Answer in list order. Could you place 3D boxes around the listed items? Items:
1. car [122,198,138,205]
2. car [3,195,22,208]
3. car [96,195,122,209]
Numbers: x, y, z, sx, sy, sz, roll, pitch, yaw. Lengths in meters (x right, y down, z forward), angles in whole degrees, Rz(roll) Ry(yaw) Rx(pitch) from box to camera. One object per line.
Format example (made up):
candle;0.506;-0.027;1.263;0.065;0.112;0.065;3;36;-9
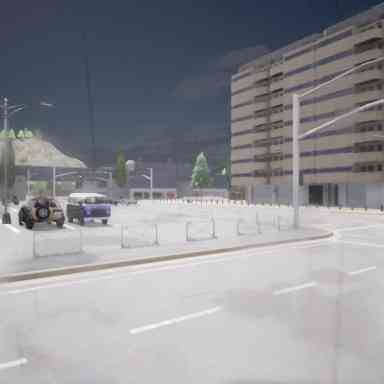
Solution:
car;-11.314;1.718;58.758;1.895;1.301;4.718;0;0;-35
car;-29.340;1.205;53.849;1.932;1.855;4.605;0;0;-35
car;-14.170;1.718;56.736;1.895;1.301;4.718;0;0;-35
